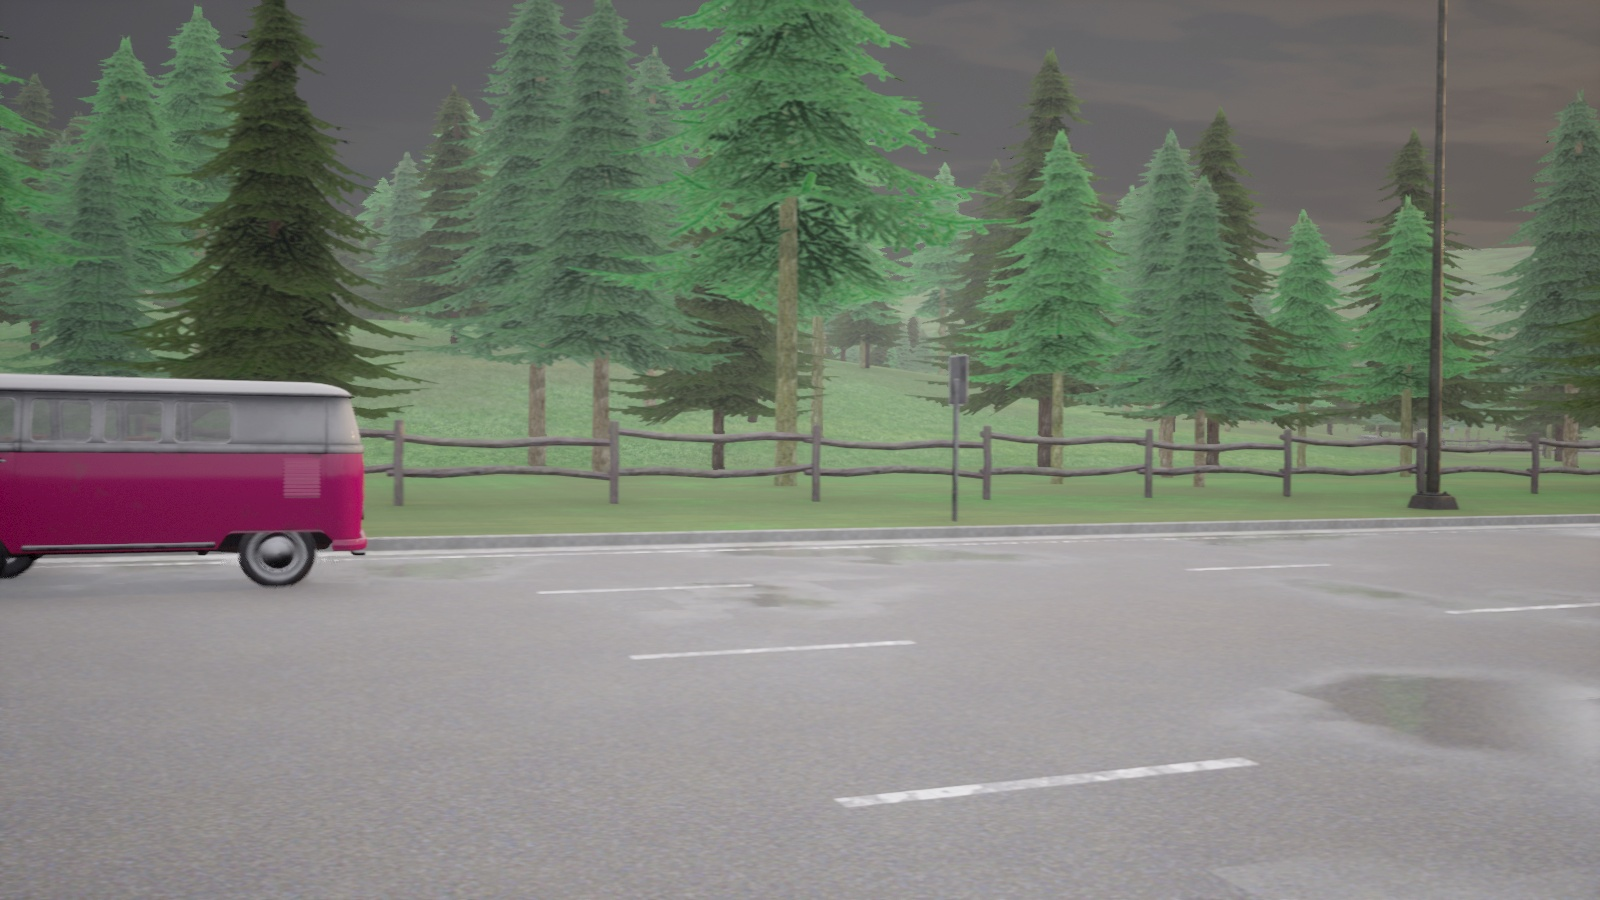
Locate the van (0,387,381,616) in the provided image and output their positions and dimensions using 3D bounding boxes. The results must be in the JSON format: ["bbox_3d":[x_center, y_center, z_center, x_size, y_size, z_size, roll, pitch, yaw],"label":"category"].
[{"bbox_3d":[-6.412,0.425,12.033,4.442,1.987,1.775,-1,1,-21],"label":"van"}]
